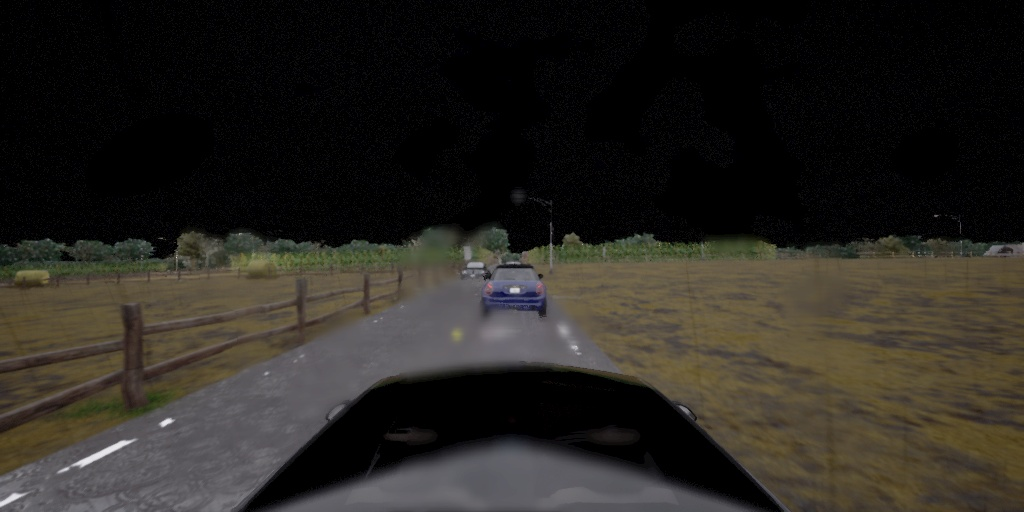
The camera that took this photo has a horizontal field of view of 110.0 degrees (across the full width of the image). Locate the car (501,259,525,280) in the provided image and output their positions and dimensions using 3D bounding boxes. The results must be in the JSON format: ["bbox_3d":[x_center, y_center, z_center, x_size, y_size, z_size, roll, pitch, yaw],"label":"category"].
[{"bbox_3d":[0.108,1.098,30.790,1.882,1.535,5.008,0,0,0],"label":"car"}]

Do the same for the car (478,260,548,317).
[{"bbox_3d":[0.096,1.062,13.072,2.097,1.767,4.553,0,0,0],"label":"car"}]

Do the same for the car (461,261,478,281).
[{"bbox_3d":[-2.837,1.158,28.557,1.812,1.442,4.674,0,0,0],"label":"car"}]
